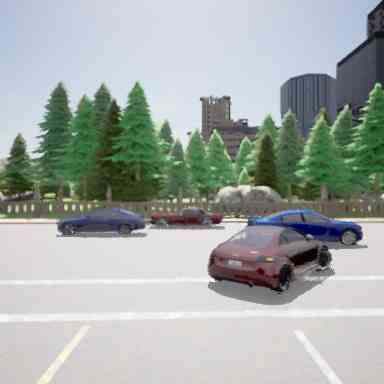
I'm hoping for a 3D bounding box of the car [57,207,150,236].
[{"bbox_3d":[-4.832,1.575,18.066,4.674,1.442,1.812,0,0,-2],"label":"car"}]

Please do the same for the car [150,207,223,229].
[{"bbox_3d":[-0.419,1.652,21.752,4.718,1.301,1.895,0,0,-2],"label":"car"}]

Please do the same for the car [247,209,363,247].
[{"bbox_3d":[4.917,1.525,14.753,5.008,1.535,1.882,0,0,-2],"label":"car"}]

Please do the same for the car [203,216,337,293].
[{"bbox_3d":[2.269,1.610,9.238,1.994,1.385,4.181,-1,0,39],"label":"car"}]
